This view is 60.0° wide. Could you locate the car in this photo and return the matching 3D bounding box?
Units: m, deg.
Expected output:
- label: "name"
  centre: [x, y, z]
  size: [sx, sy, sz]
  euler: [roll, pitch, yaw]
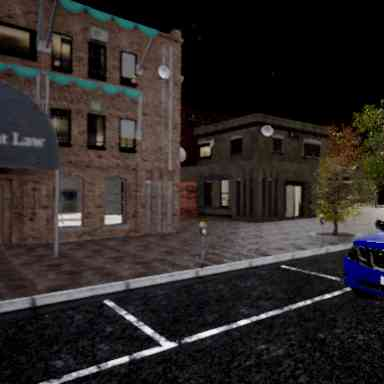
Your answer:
- label: "car"
  centre: [5.681, 1.220, 7.332]
  size: [5.566, 2.045, 2.150]
  euler: [1, 0, -35]
